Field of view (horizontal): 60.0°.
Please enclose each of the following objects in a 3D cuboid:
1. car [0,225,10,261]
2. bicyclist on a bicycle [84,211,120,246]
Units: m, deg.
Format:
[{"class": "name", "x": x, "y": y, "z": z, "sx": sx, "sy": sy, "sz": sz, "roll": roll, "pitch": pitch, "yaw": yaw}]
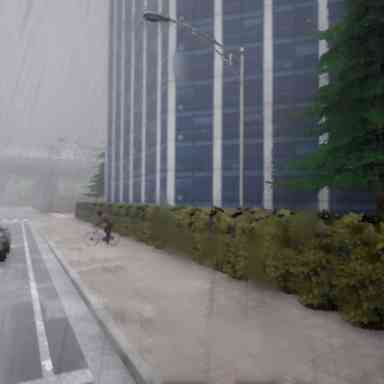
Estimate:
[{"class": "car", "x": -8.329, "y": 1.866, "z": 13.142, "sx": 1.994, "sy": 1.385, "sz": 4.181, "roll": 1, "pitch": -2, "yaw": -28}, {"class": "bicyclist on a bicycle", "x": -4.148, "y": 1.702, "z": 15.456, "sx": 1.656, "sy": 1.620, "sz": 0.582, "roll": 1, "pitch": -2, "yaw": -28}]
